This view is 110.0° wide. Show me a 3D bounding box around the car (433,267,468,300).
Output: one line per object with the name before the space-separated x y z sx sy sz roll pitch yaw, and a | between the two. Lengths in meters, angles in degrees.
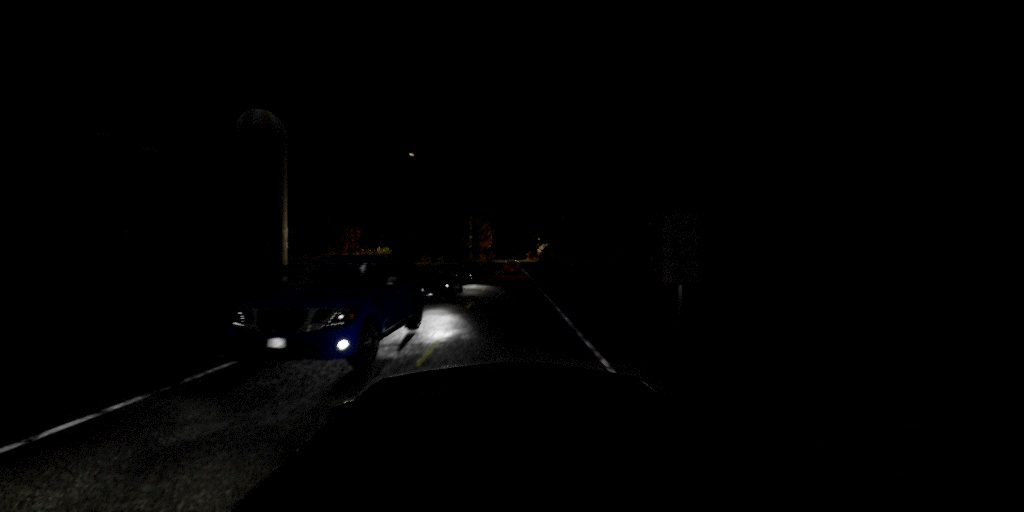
car | -3.584 1.387 18.037 1.895 1.301 4.718 0 0 0

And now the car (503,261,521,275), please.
car | -0.008 1.304 40.105 1.882 1.535 5.008 0 0 0

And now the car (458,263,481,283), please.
car | -3.521 1.312 28.449 1.837 1.490 4.892 0 0 0

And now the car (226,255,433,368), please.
car | -3.600 0.986 8.265 2.150 2.045 5.566 0 0 0
